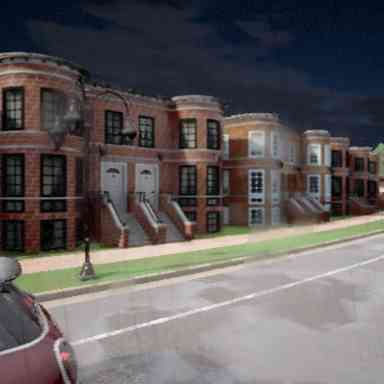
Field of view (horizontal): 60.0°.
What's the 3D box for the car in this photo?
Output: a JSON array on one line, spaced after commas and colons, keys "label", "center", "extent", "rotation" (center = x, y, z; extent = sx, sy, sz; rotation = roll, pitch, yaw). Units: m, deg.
[{"label": "car", "center": [-3.055, 1.361, 1.937], "extent": [4.553, 1.767, 2.097], "rotation": [0, 0, -36]}]
